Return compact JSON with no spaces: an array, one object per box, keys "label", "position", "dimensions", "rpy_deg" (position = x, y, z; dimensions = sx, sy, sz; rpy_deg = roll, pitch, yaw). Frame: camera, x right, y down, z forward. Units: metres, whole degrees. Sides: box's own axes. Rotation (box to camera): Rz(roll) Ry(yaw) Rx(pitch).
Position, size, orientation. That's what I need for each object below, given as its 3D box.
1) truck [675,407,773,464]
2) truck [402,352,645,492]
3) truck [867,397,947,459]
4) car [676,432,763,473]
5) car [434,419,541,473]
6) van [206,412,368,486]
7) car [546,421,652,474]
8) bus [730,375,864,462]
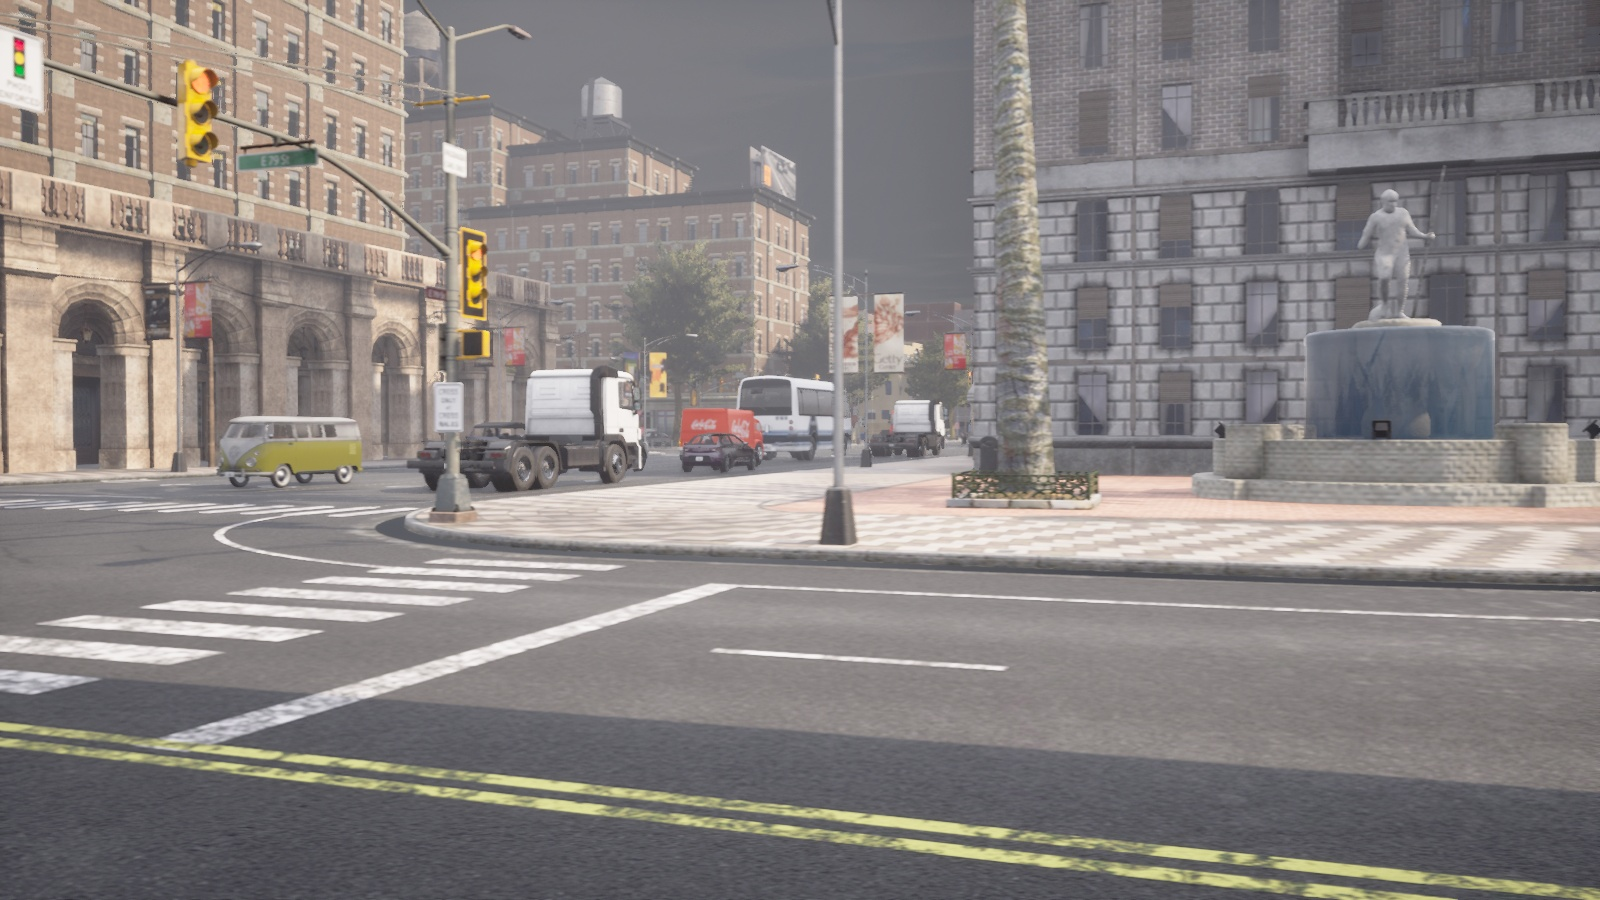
[{"label":"truck","position":[-3.369,-0.609,57.196],"dimensions":[2.627,2.467,5.204],"rpy_deg":[1,-1,19]},{"label":"truck","position":[-7.462,-0.759,35.315],"dimensions":[2.891,3.462,7.936],"rpy_deg":[1,1,20]},{"label":"truck","position":[6.514,-1.310,75.078],"dimensions":[2.891,3.462,7.936],"rpy_deg":[1,1,19]},{"label":"car","position":[-2.991,0.064,47.776],"dimensions":[1.816,1.474,4.193],"rpy_deg":[1,1,19]},{"label":"car","position":[-11.253,-0.162,45.425],"dimensions":[1.905,1.878,3.866],"rpy_deg":[1,1,20]},{"label":"van","position":[-14.602,-0.079,36.046],"dimensions":[1.775,1.987,4.442],"rpy_deg":[1,1,20]},{"label":"car","position":[-7.299,-0.131,46.100],"dimensions":[1.932,1.855,4.605],"rpy_deg":[1,1,19]},{"label":"bus","position":[0.062,-1.616,67.095],"dimensions":[3.944,4.253,10.273],"rpy_deg":[1,1,19]}]
